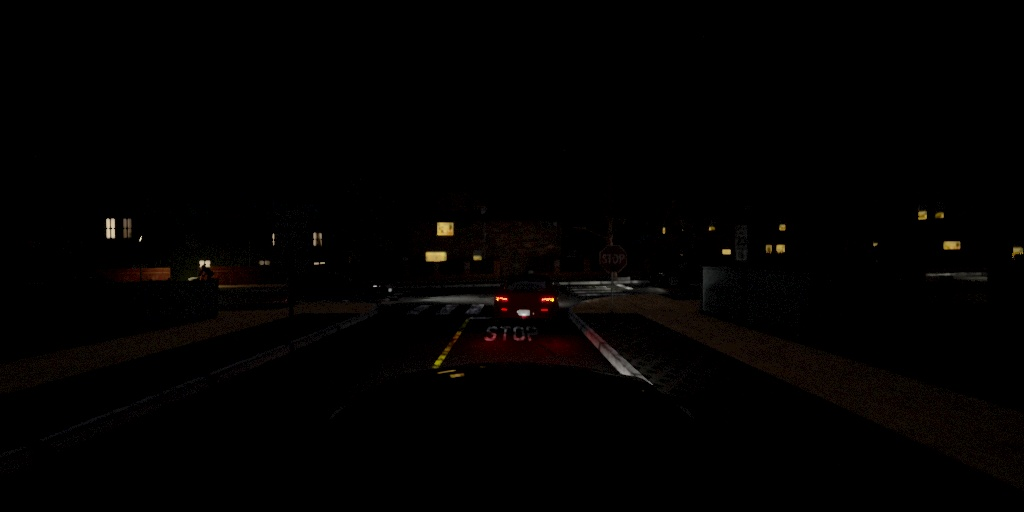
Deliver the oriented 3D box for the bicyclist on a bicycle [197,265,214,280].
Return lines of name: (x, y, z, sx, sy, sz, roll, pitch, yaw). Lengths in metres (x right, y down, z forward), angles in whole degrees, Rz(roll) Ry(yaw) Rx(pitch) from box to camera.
bicyclist on a bicycle: (-20.158, 1.410, 23.631, 0.582, 1.620, 1.656, -1, 1, 0)

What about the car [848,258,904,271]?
car: (20.599, 0.792, 20.779, 4.718, 1.301, 1.895, -1, 1, 0)

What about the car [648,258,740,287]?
car: (10.472, 0.908, 20.735, 5.008, 1.535, 1.882, -1, 1, -1)

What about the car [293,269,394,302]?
car: (-8.214, 1.412, 17.333, 4.902, 1.511, 2.128, -1, 1, 8)

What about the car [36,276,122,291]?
car: (-21.191, 1.729, 17.785, 4.892, 1.490, 1.837, -2, 1, 0)

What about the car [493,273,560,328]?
car: (0.537, 1.274, 11.372, 1.812, 1.442, 4.674, 0, 0, 6)

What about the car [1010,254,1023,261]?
car: (32.658, 0.132, 20.775, 5.566, 2.045, 2.150, -1, 1, 0)
